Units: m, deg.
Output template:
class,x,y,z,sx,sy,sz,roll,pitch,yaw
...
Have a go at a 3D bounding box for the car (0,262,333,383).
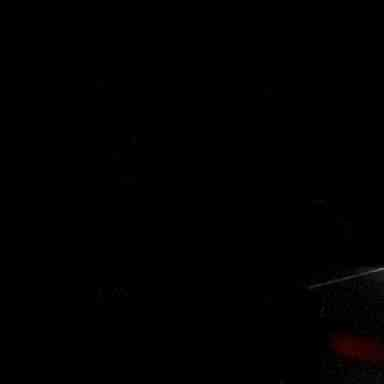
class,x,y,z,sx,sy,sz,roll,pitch,yaw
car,-0.726,1.558,3.516,5.357,1.411,2.033,1,0,-35
